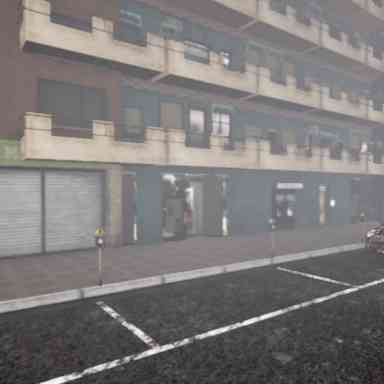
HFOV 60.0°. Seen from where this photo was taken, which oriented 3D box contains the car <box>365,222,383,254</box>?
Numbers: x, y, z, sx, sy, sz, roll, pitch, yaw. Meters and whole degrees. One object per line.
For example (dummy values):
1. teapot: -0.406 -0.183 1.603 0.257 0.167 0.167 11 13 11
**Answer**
1. car: 8.289 1.510 12.490 4.097 1.590 1.967 0 -1 -35
